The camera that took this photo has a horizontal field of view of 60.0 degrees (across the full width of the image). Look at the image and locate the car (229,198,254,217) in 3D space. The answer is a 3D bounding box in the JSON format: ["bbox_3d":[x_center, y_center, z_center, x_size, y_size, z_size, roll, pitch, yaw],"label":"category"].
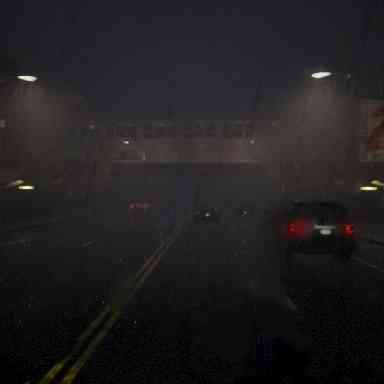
[{"bbox_3d":[5.059,1.684,33.403,1.837,1.490,4.892,0,0,3],"label":"car"}]

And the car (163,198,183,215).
[{"bbox_3d":[-2.000,1.676,36.526,1.837,1.490,4.892,0,0,3],"label":"car"}]

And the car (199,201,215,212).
[{"bbox_3d":[1.963,1.814,42.612,1.895,1.301,4.718,0,0,3],"label":"car"}]

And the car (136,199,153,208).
[{"bbox_3d":[-7.695,1.835,54.494,1.895,1.301,4.718,0,0,2],"label":"car"}]

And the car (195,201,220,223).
[{"bbox_3d":[1.256,1.698,26.859,1.994,1.385,4.181,0,0,3],"label":"car"}]

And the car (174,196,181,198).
[{"bbox_3d":[-3.392,1.724,78.028,1.812,1.442,4.674,0,0,3],"label":"car"}]

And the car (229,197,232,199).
[{"bbox_3d":[10.057,1.754,75.712,2.185,1.767,4.553,0,0,2],"label":"car"}]

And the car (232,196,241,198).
[{"bbox_3d":[9.530,1.827,64.949,2.231,1.521,4.892,0,0,12],"label":"car"}]

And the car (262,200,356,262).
[{"bbox_3d":[4.123,1.297,12.630,2.150,2.045,5.566,0,0,3],"label":"car"}]

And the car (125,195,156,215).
[{"bbox_3d":[-5.498,1.513,36.649,2.097,1.767,4.553,0,0,3],"label":"car"}]

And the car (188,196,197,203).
[{"bbox_3d":[0.105,1.735,77.868,2.128,1.511,4.902,0,0,3],"label":"car"}]

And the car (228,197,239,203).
[{"bbox_3d":[10.210,1.911,82.136,2.097,1.535,5.008,0,0,2],"label":"car"}]
